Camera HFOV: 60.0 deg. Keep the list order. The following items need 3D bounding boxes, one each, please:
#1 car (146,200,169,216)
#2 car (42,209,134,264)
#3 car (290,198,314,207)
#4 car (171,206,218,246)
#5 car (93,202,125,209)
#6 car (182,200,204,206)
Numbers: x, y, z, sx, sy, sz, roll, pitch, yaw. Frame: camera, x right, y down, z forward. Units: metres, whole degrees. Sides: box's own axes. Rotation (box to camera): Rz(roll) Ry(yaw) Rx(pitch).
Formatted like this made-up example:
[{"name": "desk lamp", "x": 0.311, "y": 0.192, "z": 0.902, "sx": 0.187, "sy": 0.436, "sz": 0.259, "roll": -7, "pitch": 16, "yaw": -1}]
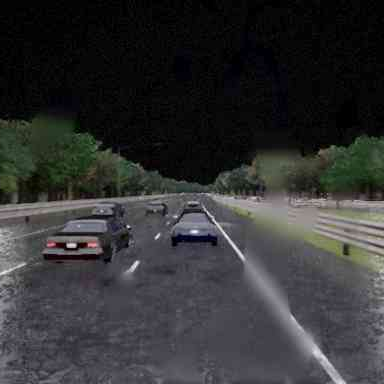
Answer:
[{"name": "car", "x": -3.394, "y": 1.536, "z": 33.061, "sx": 2.128, "sy": 1.511, "sz": 4.902, "roll": 0, "pitch": 0, "yaw": 0}, {"name": "car", "x": -3.403, "y": 1.556, "z": 11.874, "sx": 2.033, "sy": 1.411, "sz": 5.357, "roll": 0, "pitch": 0, "yaw": 0}, {"name": "car", "x": 19.191, "y": 1.733, "z": 58.422, "sx": 1.882, "sy": 1.535, "sz": 5.008, "roll": 0, "pitch": 0, "yaw": -18}, {"name": "car", "x": 0.103, "y": 1.577, "z": 15.470, "sx": 1.994, "sy": 1.385, "sz": 4.181, "roll": 0, "pitch": 0, "yaw": 0}, {"name": "car", "x": -6.900, "y": 1.566, "z": 27.945, "sx": 2.033, "sy": 1.411, "sz": 5.357, "roll": 0, "pitch": -1, "yaw": 0}, {"name": "car", "x": 0.107, "y": 1.550, "z": 33.197, "sx": 1.837, "sy": 1.490, "sz": 4.892, "roll": 0, "pitch": 0, "yaw": 0}]
